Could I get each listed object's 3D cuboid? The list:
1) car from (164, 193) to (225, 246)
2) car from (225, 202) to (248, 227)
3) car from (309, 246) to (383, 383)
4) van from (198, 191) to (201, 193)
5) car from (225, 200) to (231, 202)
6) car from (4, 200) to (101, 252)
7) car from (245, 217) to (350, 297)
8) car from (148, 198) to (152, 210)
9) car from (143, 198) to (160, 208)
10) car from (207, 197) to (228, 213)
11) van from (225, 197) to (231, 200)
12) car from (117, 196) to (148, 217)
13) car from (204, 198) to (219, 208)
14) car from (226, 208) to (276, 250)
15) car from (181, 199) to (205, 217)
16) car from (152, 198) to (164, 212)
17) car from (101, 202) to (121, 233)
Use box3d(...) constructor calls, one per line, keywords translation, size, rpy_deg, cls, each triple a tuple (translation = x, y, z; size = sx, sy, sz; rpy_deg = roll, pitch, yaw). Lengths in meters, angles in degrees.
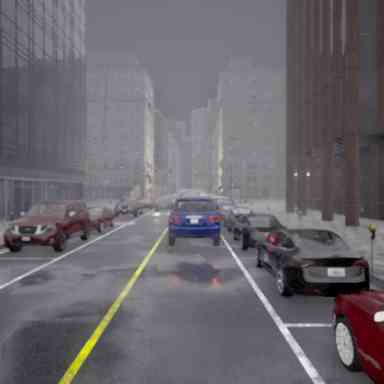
box3d(translation=(0.095, 1.216, 15.496), size=(2.150, 2.045, 5.566), rpy_deg=(0, 0, 0), cls="car")
box3d(translation=(2.754, 1.543, 19.718), size=(2.008, 1.369, 4.403), rpy_deg=(0, 0, 0), cls="car")
box3d(translation=(2.757, 1.545, 2.784), size=(1.887, 1.381, 4.507), rpy_deg=(0, 0, 0), cls="car")
box3d(translation=(3.063, 1.134, 90.701), size=(1.690, 1.788, 3.998), rpy_deg=(0, 0, 0), cls="van")
box3d(translation=(2.753, 1.569, 25.363), size=(1.802, 1.307, 4.206), rpy_deg=(0, 0, 0), cls="car")
box3d(translation=(-5.772, 1.311, 14.077), size=(2.192, 1.841, 5.009), rpy_deg=(0, 0, 0), cls="car")
box3d(translation=(2.756, 1.565, 8.429), size=(1.947, 1.339, 4.313), rpy_deg=(0, 0, 0), cls="car")
box3d(translation=(-5.775, 1.507, 42.297), size=(1.887, 1.381, 4.507), rpy_deg=(0, 0, 0), cls="car")
box3d(translation=(-5.776, 1.517, 47.941), size=(1.947, 1.339, 4.313), rpy_deg=(0, 0, 0), cls="car")
box3d(translation=(2.751, 1.412, 36.652), size=(1.967, 1.590, 4.097), rpy_deg=(0, 0, 0), cls="car")
box3d(translation=(2.751, 1.321, 31.007), size=(1.690, 1.788, 3.998), rpy_deg=(0, 0, 0), cls="van")
box3d(translation=(-5.774, 1.295, 31.009), size=(2.192, 1.841, 5.009), rpy_deg=(0, 0, 0), cls="car")
box3d(translation=(2.749, 1.534, 47.941), size=(1.802, 1.307, 4.206), rpy_deg=(0, 0, 0), cls="car")
box3d(translation=(2.755, 1.562, 14.074), size=(1.947, 1.339, 4.313), rpy_deg=(0, 0, 0), cls="car")
box3d(translation=(0.090, 1.470, 31.677), size=(2.128, 1.511, 4.902), rpy_deg=(0, 0, 0), cls="car")
box3d(translation=(-3.097, 1.476, 37.677), size=(1.837, 1.490, 4.892), rpy_deg=(0, 0, 0), cls="car")
box3d(translation=(-5.771, 1.537, 19.721), size=(1.887, 1.381, 4.507), rpy_deg=(0, 0, 0), cls="car")
